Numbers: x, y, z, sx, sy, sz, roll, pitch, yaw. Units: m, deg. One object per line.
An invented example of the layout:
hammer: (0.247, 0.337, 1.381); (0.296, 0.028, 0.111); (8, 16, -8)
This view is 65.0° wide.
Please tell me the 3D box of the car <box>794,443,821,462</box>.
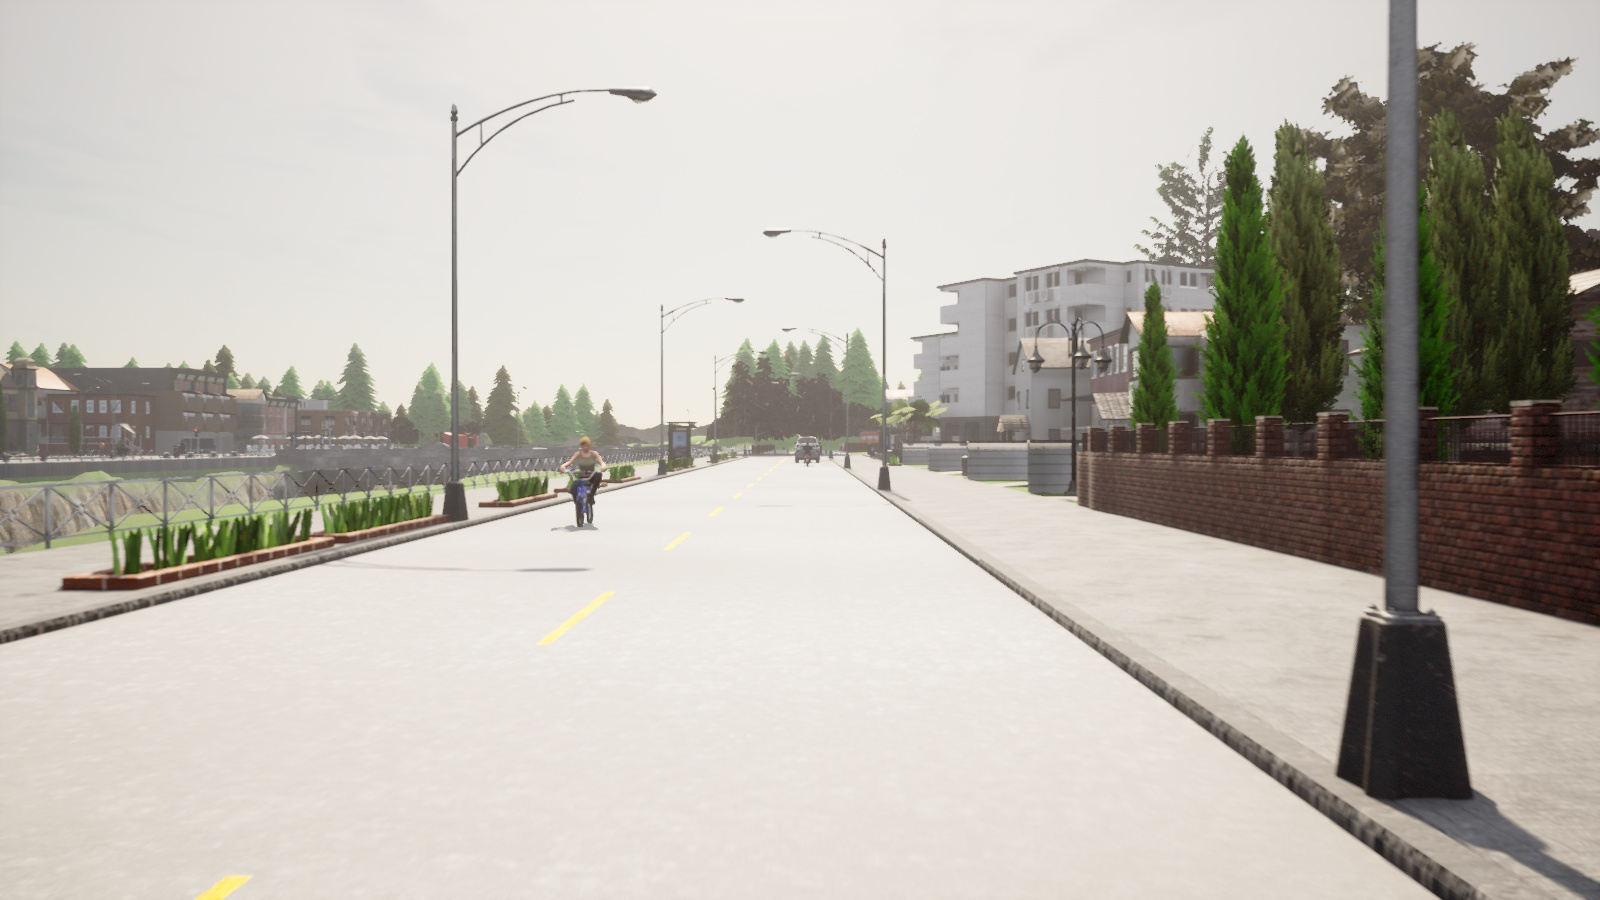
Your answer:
car: (0.567, 0.172, 95.856); (1.970, 1.475, 3.806); (0, 0, 0)

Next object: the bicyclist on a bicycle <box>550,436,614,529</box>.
bicyclist on a bicycle: (-3.856, 0.554, 22.347); (0.866, 1.612, 1.509); (0, 0, 0)
